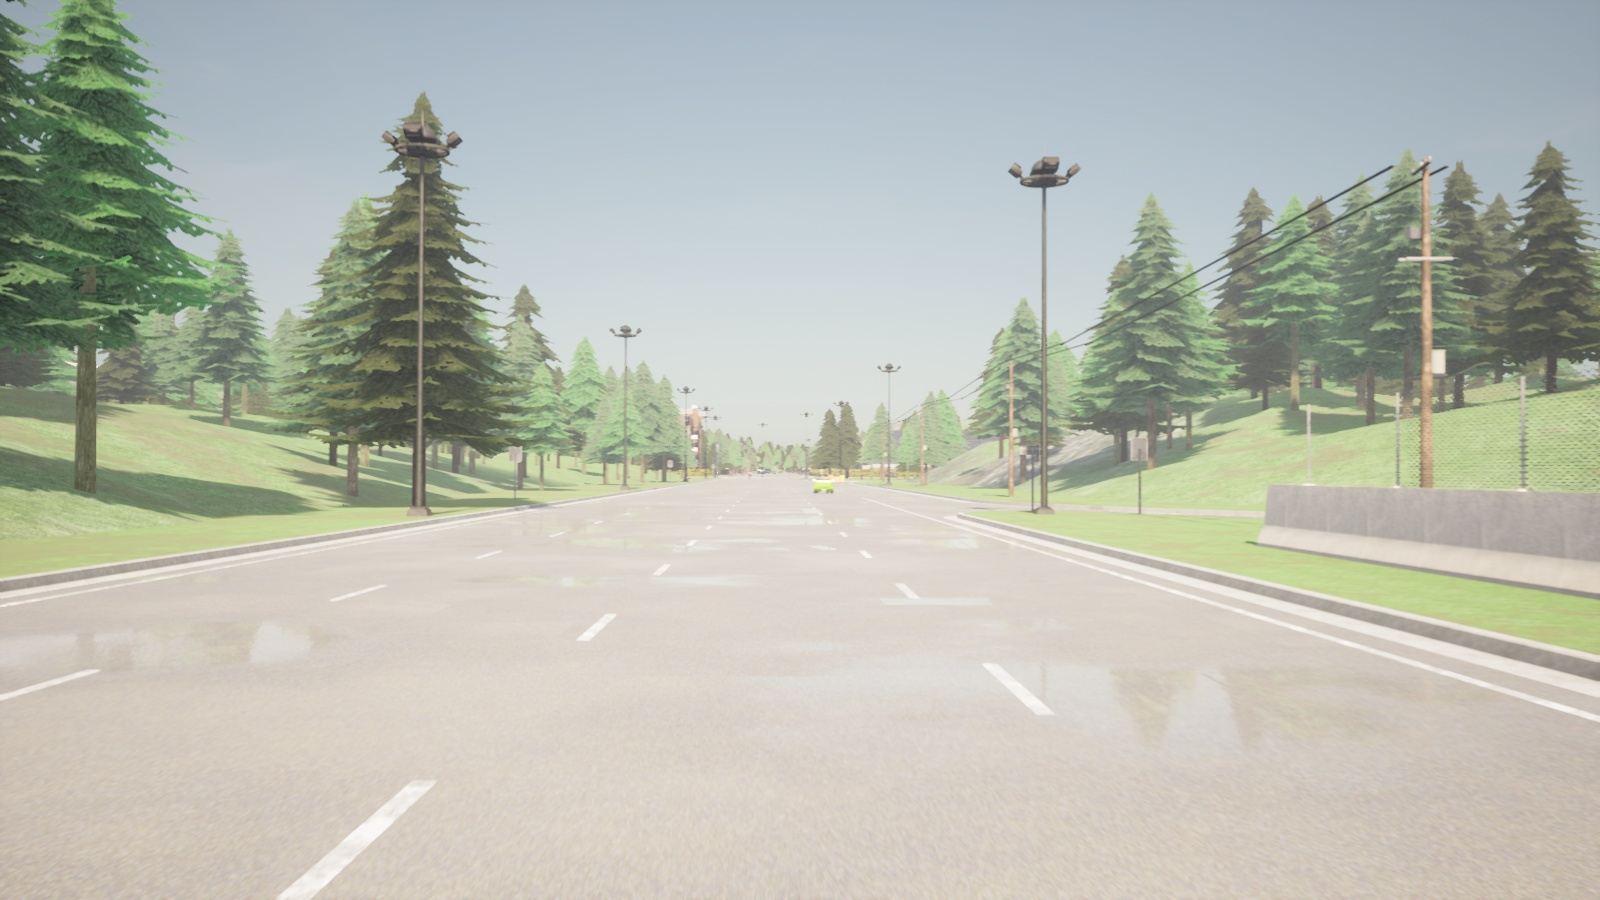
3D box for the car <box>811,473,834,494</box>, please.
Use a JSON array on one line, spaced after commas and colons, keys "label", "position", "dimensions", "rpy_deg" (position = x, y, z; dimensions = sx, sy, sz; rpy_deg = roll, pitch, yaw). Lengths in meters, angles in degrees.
[{"label": "car", "position": [1.539, 2.316, 86.846], "dimensions": [1.481, 1.376, 2.207], "rpy_deg": [0, -1, -1]}]
